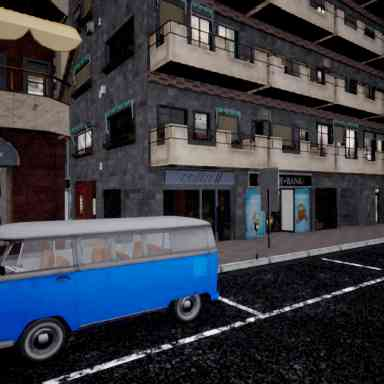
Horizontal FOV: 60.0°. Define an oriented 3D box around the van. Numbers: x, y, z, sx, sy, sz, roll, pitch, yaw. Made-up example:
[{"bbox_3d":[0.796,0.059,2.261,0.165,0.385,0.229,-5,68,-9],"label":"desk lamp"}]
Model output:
[{"bbox_3d":[-1.423,1.341,5.554,3.998,1.788,1.690,0,0,-35],"label":"van"}]
